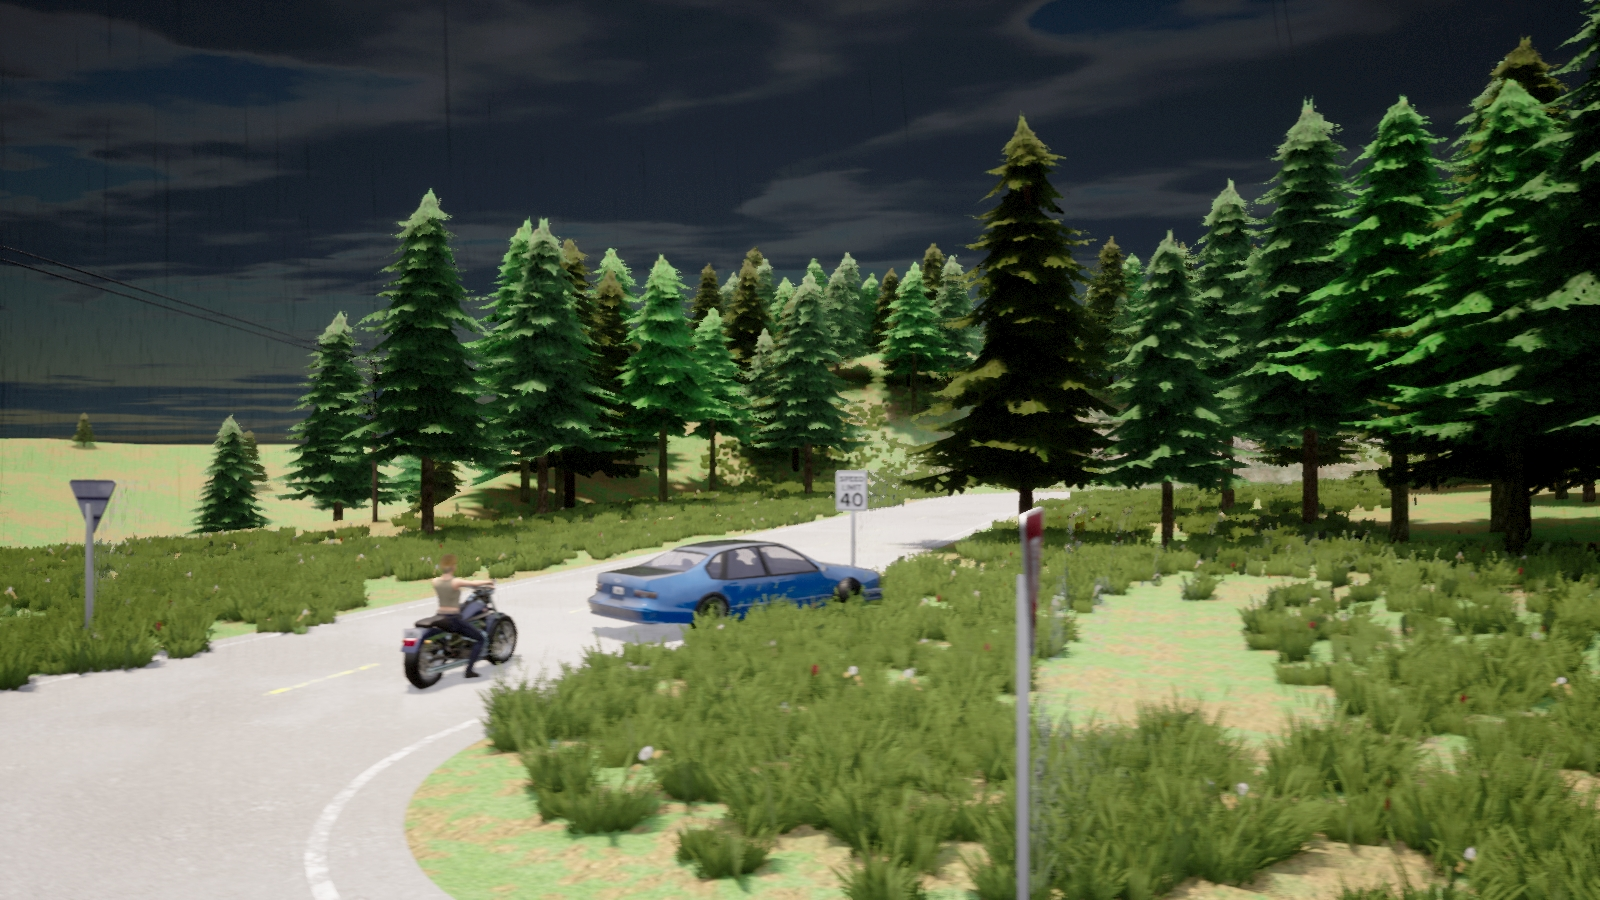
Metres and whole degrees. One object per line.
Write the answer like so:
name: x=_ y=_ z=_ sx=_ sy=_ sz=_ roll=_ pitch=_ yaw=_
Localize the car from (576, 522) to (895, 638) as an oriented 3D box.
car: x=-0.968 y=2.115 z=19.664 sx=5.357 sy=1.411 sz=2.033 roll=0 pitch=0 yaw=-41
